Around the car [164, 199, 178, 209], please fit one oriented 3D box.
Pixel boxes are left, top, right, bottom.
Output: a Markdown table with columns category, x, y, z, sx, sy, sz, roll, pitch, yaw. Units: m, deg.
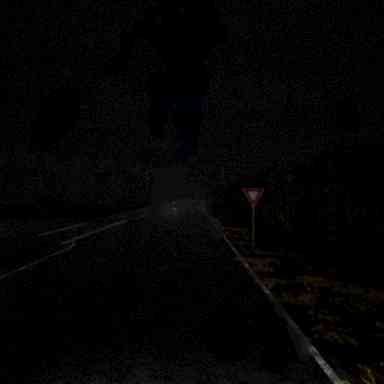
| category | x | y | z | sx | sy | sz | roll | pitch | yaw |
| --- | --- | --- | --- | --- | --- | --- | --- | --- | --- |
| car | -3.499 | 1.936 | 55.543 | 2.097 | 1.767 | 4.553 | 0 | -1 | 0 |
